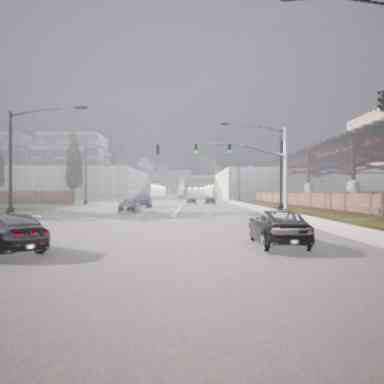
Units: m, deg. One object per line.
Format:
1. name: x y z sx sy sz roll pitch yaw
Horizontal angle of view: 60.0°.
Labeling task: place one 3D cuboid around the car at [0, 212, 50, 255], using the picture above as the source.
1. car: -7.122 1.533 12.438 4.892 1.490 1.837 0 -1 40

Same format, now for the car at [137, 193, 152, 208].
1. car: -7.077 1.239 48.152 2.150 2.045 5.566 0 0 0

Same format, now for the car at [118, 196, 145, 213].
1. car: -7.076 1.517 37.752 2.128 1.511 4.902 0 0 0

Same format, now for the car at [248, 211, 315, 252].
1. car: 3.585 1.529 14.058 2.128 1.511 4.902 0 0 0

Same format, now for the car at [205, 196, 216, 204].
1. car: 3.427 1.484 63.157 1.882 1.535 5.008 0 0 0

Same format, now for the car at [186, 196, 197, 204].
1. car: -0.073 1.532 63.153 1.812 1.442 4.674 0 0 0
